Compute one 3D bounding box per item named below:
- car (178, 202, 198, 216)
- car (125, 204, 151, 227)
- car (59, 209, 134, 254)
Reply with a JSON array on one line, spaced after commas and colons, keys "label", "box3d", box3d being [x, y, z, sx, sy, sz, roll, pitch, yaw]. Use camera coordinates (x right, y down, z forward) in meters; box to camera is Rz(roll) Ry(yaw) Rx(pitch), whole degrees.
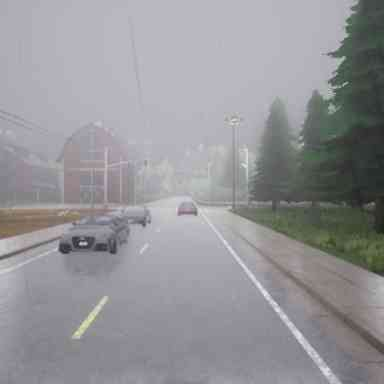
[{"label": "car", "box3d": [-0.456, 1.711, 34.119, 1.994, 1.385, 4.181, 0, 0, -1]}, {"label": "car", "box3d": [-3.967, 1.627, 23.527, 1.812, 1.442, 4.674, 0, 0, -1]}, {"label": "car", "box3d": [-3.803, 1.623, 13.562, 1.994, 1.385, 4.181, 0, 0, -1]}]
